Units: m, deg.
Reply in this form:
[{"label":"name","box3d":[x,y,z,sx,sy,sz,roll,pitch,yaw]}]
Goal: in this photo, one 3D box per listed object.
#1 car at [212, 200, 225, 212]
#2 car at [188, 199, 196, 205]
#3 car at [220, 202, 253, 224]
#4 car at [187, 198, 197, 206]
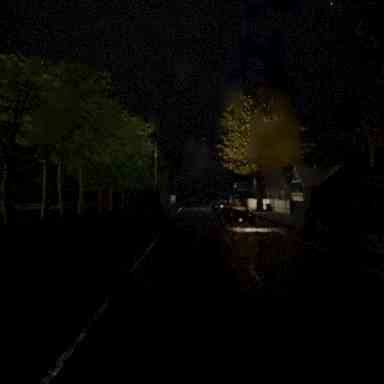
[{"label":"car","box3d":[3.584,1.787,42.643,2.033,1.411,5.357,0,-1,0]},{"label":"car","box3d":[0.016,2.410,83.378,1.812,1.442,4.674,0,-2,0]},{"label":"car","box3d":[3.535,1.741,26.272,1.895,1.301,4.718,0,0,1]},{"label":"car","box3d":[0.022,2.017,68.434,2.097,1.767,4.553,0,-1,0]}]
